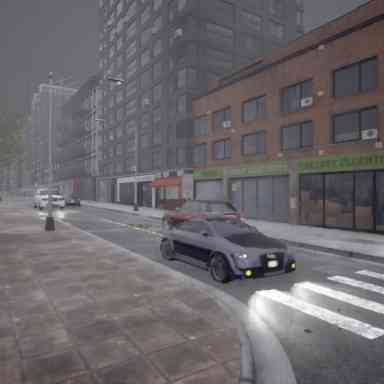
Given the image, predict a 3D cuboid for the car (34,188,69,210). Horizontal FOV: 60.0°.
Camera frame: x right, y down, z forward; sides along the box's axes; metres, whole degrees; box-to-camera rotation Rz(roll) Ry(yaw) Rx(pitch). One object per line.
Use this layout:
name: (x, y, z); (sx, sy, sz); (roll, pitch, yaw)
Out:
car: (-14.211, 0.677, 32.969); (2.150, 2.045, 5.566); (0, 1, -32)

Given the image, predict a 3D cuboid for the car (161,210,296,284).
car: (0.787, 1.421, 9.282); (1.994, 1.385, 4.181); (0, 1, -32)

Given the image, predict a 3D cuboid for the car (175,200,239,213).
car: (0.374, 1.136, 15.441); (2.097, 1.767, 4.553); (0, 1, -32)

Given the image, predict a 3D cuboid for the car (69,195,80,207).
car: (-14.431, 0.987, 38.784); (1.994, 1.385, 4.181); (0, 0, -32)
